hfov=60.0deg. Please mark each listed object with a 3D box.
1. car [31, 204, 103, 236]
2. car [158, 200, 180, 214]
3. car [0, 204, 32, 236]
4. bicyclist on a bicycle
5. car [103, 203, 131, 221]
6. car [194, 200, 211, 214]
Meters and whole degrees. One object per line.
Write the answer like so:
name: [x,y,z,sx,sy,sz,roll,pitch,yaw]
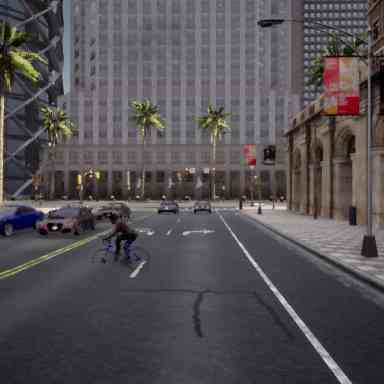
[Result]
car: [-6.644,1.564,18.246,1.994,1.385,4.181,0,0,2]
car: [-2.425,1.564,34.956,1.994,1.385,4.181,0,0,2]
car: [-10.136,1.477,18.464,1.882,1.535,5.008,0,0,2]
bicyclist on a bicycle: [-2.030,1.455,9.387,1.656,1.620,0.582,-2,0,1]
car: [-6.255,1.570,27.018,1.994,1.385,4.181,0,0,2]
car: [1.147,1.547,35.989,2.033,1.411,5.357,0,0,2]
